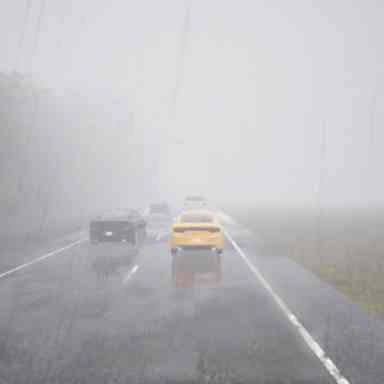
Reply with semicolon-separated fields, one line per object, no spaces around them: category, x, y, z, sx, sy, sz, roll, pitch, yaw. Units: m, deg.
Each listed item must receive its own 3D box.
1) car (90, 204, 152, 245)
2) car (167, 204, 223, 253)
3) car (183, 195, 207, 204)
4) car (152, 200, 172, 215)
car;-3.303;1.511;15.757;1.882;1.535;5.008;0;0;0
car;0.185;1.500;13.827;1.882;1.535;5.008;0;0;0
car;0.289;1.274;32.175;2.150;2.045;5.566;0;0;0
car;-3.196;1.542;34.558;1.882;1.535;5.008;0;0;0
